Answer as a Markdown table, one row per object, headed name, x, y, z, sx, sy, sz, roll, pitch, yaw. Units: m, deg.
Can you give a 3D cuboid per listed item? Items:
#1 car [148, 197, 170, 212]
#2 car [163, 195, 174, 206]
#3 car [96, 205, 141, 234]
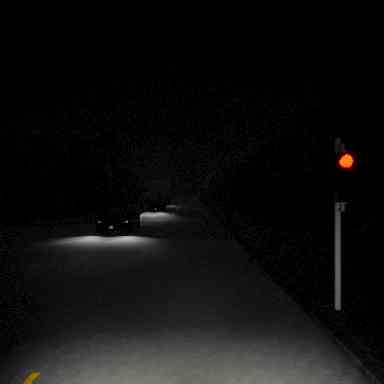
| name | x | y | z | sx | sy | sz | roll | pitch | yaw |
| --- | --- | --- | --- | --- | --- | --- | --- | --- | --- |
| car | -4.087 | 1.601 | 39.454 | 1.895 | 1.301 | 4.718 | 0 | 0 | 0 |
| car | -4.057 | 1.353 | 54.703 | 2.097 | 1.767 | 4.553 | 0 | 0 | 0 |
| car | -4.102 | 1.525 | 19.218 | 1.812 | 1.442 | 4.674 | 0 | 0 | 0 |
